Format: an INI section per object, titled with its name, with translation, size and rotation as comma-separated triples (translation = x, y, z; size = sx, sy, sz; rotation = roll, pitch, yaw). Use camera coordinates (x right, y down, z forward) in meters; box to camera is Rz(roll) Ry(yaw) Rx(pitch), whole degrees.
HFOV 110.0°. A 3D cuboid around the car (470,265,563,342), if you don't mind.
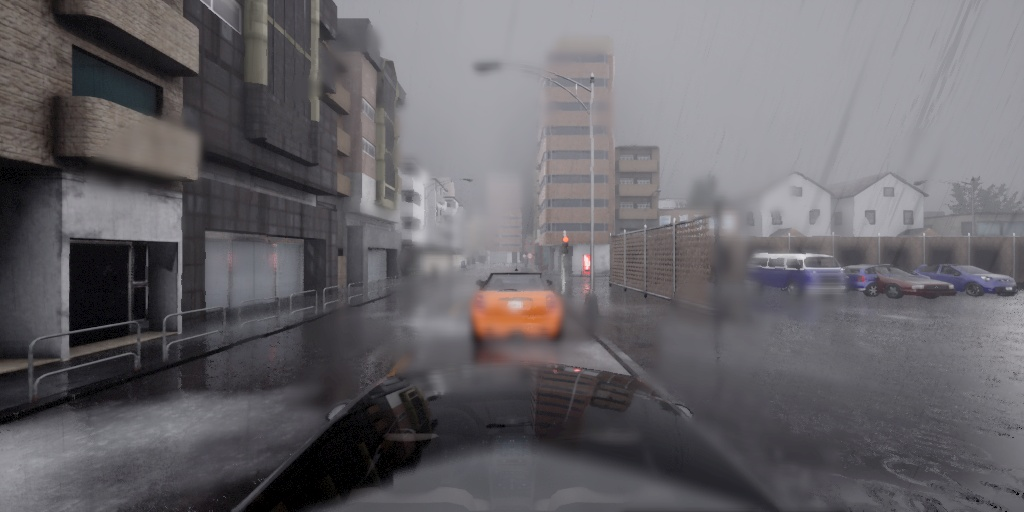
[car]
translation = 0.102, 1.102, 9.926
size = 2.097, 1.767, 4.553
rotation = 0, 0, 0
